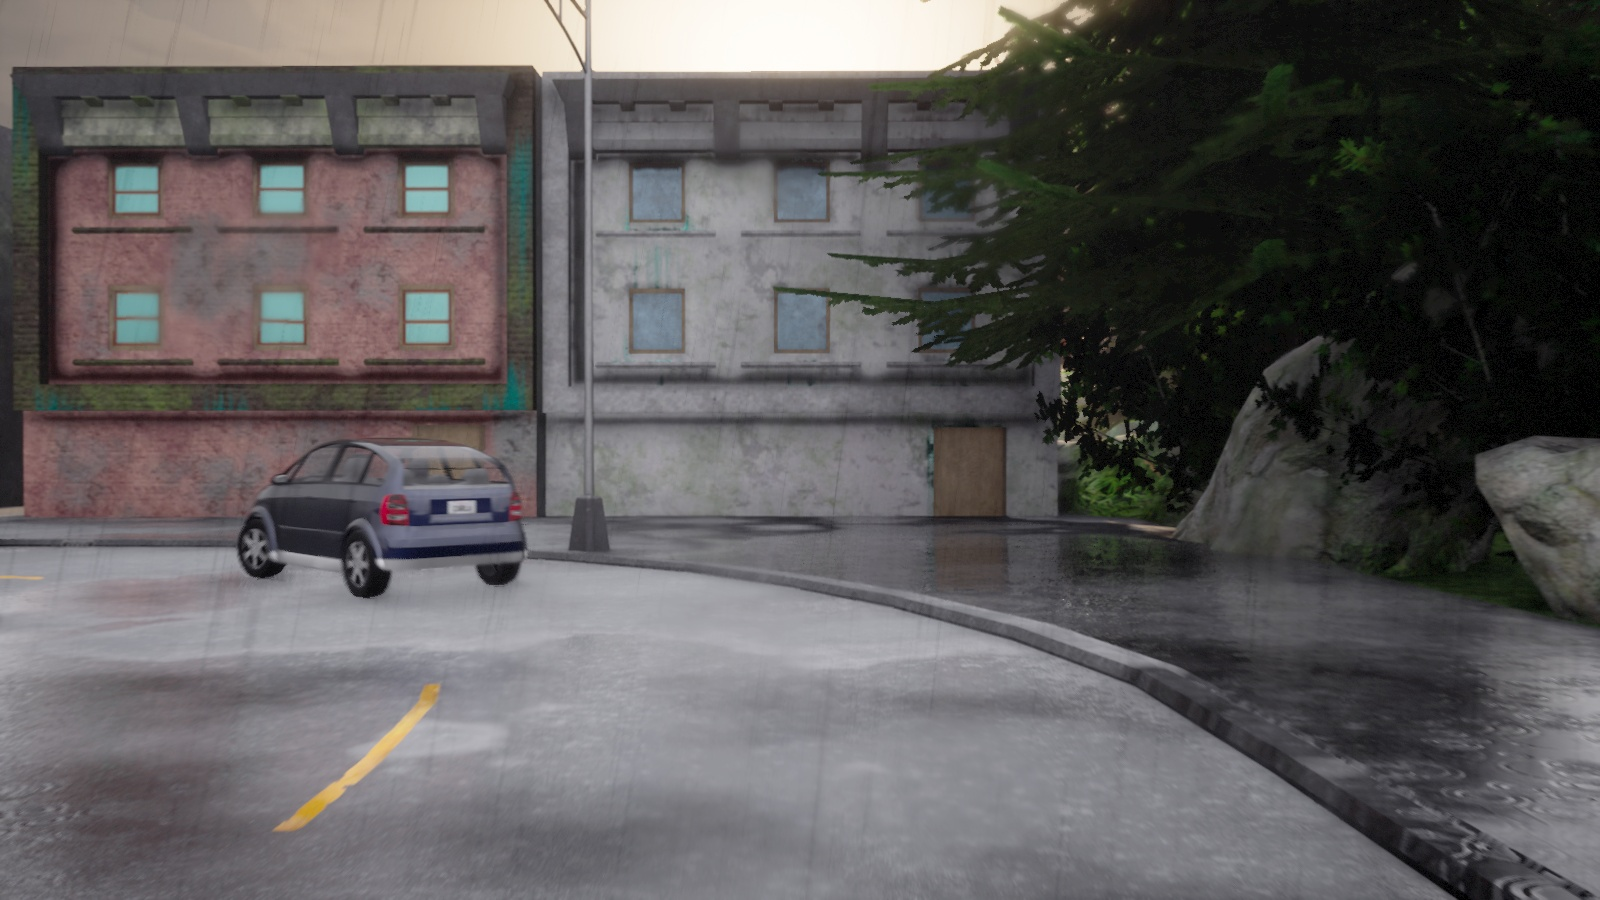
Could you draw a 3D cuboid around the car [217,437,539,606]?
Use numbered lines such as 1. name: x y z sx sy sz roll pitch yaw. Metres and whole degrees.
1. car: -4.593 0.648 13.420 3.705 1.549 1.789 0 0 45
